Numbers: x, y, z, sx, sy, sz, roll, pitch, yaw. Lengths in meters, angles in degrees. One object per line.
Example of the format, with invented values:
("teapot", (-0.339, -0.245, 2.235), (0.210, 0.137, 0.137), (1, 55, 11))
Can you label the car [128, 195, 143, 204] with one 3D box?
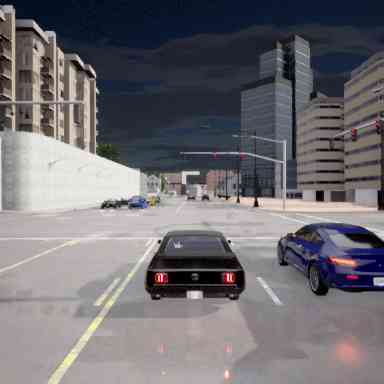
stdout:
("car", (-10.658, 1.445, 63.006), (1.837, 1.490, 4.892), (0, 0, 0))

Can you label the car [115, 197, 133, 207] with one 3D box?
("car", (-10.679, 1.556, 52.857), (1.895, 1.301, 4.718), (0, 0, 0))

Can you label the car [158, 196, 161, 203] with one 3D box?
("car", (-7.150, 1.424, 64.284), (2.128, 1.511, 4.902), (0, 0, 1))

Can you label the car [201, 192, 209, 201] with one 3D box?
("car", (3.362, 1.382, 84.581), (1.837, 1.490, 4.892), (0, 0, 0))

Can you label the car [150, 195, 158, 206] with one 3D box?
("car", (-7.174, 1.424, 53.847), (1.882, 1.535, 5.008), (0, 0, 0))

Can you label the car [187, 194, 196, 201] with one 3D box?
("car", (-0.138, 1.245, 84.646), (2.097, 1.767, 4.553), (0, 0, 0))

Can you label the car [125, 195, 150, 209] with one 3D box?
("car", (-7.165, 1.436, 44.389), (1.882, 1.535, 5.008), (0, 0, 0))

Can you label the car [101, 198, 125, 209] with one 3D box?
("car", (-10.665, 1.530, 44.097), (1.994, 1.385, 4.181), (0, 0, 0))

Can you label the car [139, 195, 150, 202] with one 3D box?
("car", (-10.622, 1.440, 74.832), (1.812, 1.442, 4.674), (0, 0, 0))

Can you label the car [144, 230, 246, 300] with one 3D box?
("car", (0.062, 1.591, 8.311), (1.895, 1.301, 4.718), (0, 0, 0))

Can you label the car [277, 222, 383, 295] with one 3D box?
("car", (3.563, 1.508, 8.538), (1.812, 1.442, 4.674), (0, 0, 0))
